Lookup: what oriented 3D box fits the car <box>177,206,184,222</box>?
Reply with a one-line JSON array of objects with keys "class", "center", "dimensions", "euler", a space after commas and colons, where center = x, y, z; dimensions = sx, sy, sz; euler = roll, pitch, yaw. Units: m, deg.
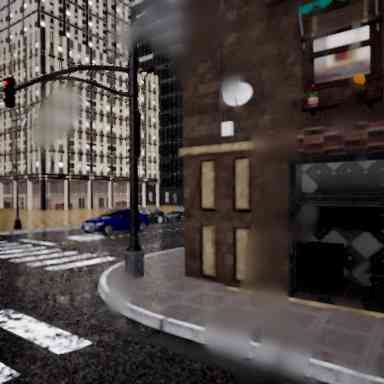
[{"class": "car", "center": [1.219, 1.880, 28.815], "dimensions": [1.882, 1.535, 5.008], "euler": [-1, -1, 35]}]

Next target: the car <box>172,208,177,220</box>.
[{"class": "car", "center": [-0.737, 1.984, 30.784], "dimensions": [2.008, 1.369, 4.403], "euler": [-2, -2, 35]}]

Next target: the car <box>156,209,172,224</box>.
[{"class": "car", "center": [-3.940, 1.902, 26.228], "dimensions": [2.008, 1.369, 4.403], "euler": [-2, -2, 35]}]

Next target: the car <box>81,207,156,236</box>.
[{"class": "car", "center": [-4.589, 1.781, 20.552], "dimensions": [1.812, 1.442, 4.674], "euler": [-1, -1, 33]}]
